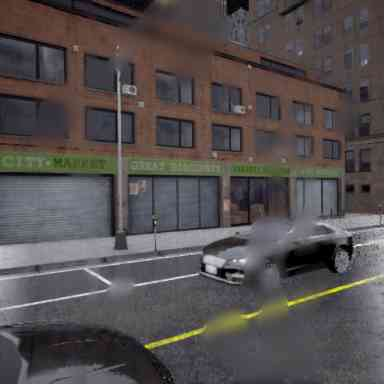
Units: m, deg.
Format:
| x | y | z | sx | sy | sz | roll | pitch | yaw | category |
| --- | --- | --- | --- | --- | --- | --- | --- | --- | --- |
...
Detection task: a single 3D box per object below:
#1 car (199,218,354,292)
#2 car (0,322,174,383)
| x | y | z | sx | sy | sz | roll | pitch | yaw | category |
| --- | --- | --- | --- | --- | --- | --- | --- | --- | --- |
| 2.429 | 1.490 | 8.974 | 4.902 | 1.511 | 2.128 | 0 | 0 | -36 | car |
| -2.320 | 1.492 | 1.659 | 4.902 | 1.511 | 2.128 | 0 | 0 | -35 | car |
